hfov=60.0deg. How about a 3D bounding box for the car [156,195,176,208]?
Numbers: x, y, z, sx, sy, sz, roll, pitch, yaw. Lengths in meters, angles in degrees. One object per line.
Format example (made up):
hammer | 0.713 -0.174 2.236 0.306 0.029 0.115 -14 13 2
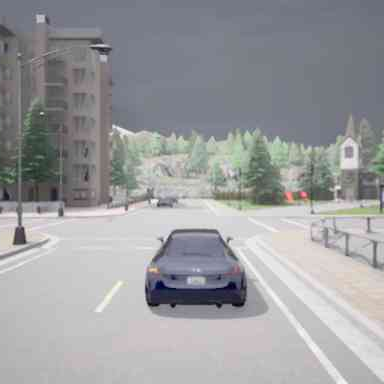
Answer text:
car | -3.589 1.393 44.588 1.994 1.385 4.181 0 0 0

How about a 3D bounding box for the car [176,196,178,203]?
car | -3.531 1.313 61.379 2.033 1.411 5.357 0 0 1

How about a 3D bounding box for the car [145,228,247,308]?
car | 0.074 1.533 7.912 1.994 1.385 4.181 0 0 0
